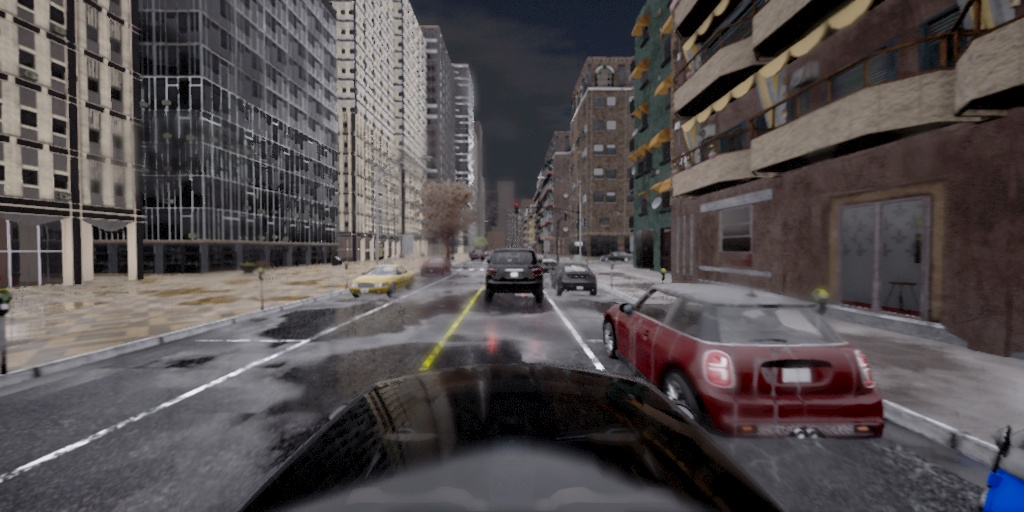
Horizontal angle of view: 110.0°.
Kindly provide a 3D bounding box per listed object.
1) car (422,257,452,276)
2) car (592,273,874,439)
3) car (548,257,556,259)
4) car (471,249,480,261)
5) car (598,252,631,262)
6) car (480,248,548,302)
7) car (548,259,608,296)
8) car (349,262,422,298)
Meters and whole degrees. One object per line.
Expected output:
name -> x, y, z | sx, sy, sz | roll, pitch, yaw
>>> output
car -> -5.683, 0.735, 27.473 | 1.888, 1.381, 4.507 | 0, 0, 0
car -> 2.690, 1.110, 5.345 | 1.967, 1.591, 4.097 | 0, 0, 0
car -> 2.697, 0.740, 27.470 | 2.007, 1.370, 4.403 | 0, 0, 0
car -> -5.674, -0.177, 59.853 | 2.192, 1.841, 5.009 | 0, 0, 0
car -> 13.448, 0.117, 46.874 | 4.403, 1.370, 2.007 | 0, 0, -1
car -> 0.093, 0.679, 15.025 | 2.150, 2.045, 5.566 | 0, 1, 0
car -> 2.694, 0.979, 16.407 | 2.007, 1.370, 4.403 | 0, 0, 0
car -> -5.686, 0.954, 16.240 | 1.751, 1.417, 4.829 | 0, 0, 0
